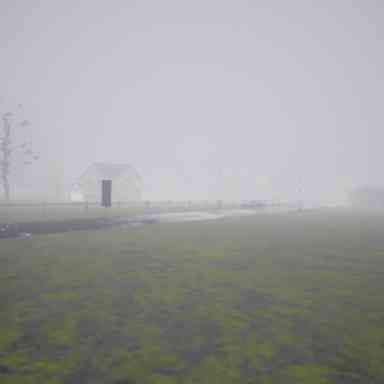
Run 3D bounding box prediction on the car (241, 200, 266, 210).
[{"bbox_3d":[9.006,1.911,48.665,1.895,1.301,4.718,2,0,36],"label":"car"}]
